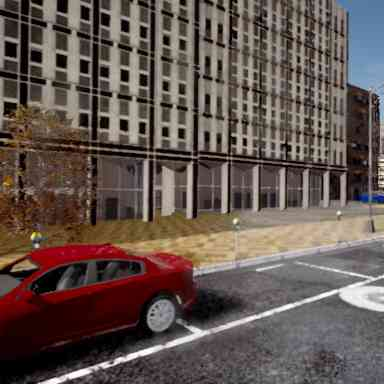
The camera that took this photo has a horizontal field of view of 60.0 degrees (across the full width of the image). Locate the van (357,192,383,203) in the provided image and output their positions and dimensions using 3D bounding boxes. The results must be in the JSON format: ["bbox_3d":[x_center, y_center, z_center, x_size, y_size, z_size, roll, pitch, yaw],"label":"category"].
[{"bbox_3d":[28.700,0.884,52.282,1.690,1.788,3.998,1,0,-36],"label":"van"}]

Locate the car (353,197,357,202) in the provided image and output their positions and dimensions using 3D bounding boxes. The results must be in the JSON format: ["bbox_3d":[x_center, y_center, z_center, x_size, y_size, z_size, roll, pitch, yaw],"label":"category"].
[{"bbox_3d":[32.228,1.217,61.739,1.802,1.307,4.206,1,0,-36],"label":"car"}]

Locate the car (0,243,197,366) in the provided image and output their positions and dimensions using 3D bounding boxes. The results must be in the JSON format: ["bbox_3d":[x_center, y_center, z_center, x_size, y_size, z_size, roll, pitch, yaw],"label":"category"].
[{"bbox_3d":[-2.010,1.538,5.109,4.507,1.381,1.887,0,1,-35],"label":"car"}]
